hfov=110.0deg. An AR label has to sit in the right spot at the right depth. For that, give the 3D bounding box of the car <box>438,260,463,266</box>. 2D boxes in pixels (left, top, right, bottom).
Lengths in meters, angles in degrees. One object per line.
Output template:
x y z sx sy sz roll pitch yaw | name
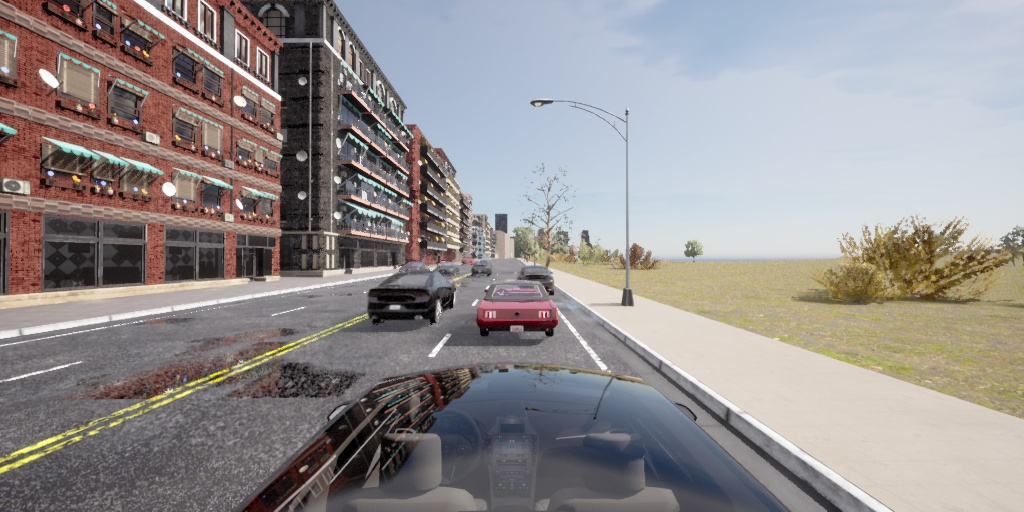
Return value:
-6.471 1.316 35.825 1.994 1.385 4.181 0 0 0 | car

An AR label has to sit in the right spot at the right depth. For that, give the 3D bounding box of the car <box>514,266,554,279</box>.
1.204 1.257 19.505 1.837 1.490 4.892 0 0 0 | car

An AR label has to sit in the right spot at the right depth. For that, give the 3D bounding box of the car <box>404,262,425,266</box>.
-9.721 1.300 35.715 2.033 1.411 5.357 0 0 0 | car

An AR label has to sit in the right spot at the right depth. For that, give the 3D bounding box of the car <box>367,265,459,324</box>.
-3.114 1.229 12.035 1.882 1.535 5.008 0 0 0 | car

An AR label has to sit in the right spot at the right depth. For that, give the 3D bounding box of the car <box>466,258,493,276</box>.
-3.017 1.245 36.433 2.128 1.511 4.902 0 0 0 | car

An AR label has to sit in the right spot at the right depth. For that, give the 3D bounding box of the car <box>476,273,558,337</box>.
0.131 1.352 10.305 1.895 1.301 4.718 0 0 0 | car
